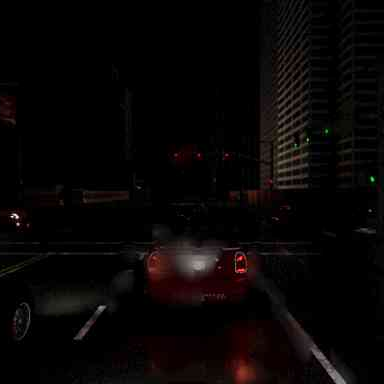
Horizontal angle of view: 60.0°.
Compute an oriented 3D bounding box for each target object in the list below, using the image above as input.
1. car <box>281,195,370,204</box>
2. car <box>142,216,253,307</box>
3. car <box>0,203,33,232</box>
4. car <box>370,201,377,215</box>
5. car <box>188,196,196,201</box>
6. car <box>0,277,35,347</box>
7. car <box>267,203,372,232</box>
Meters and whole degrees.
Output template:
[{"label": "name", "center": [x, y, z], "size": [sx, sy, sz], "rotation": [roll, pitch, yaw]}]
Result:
[{"label": "car", "center": [8.763, 1.221, 22.942], "size": [5.566, 2.045, 2.150], "rotation": [0, 0, 0]}, {"label": "car", "center": [0.105, 1.352, 8.125], "size": [2.097, 1.767, 4.553], "rotation": [0, 0, 0]}, {"label": "car", "center": [-11.759, 1.352, 19.347], "size": [4.553, 1.767, 2.097], "rotation": [0, 0, 0]}, {"label": "car", "center": [16.291, 1.547, 30.177], "size": [5.357, 1.411, 2.033], "rotation": [0, 0, 0]}, {"label": "car", "center": [0.057, 1.595, 83.474], "size": [1.895, 1.301, 4.718], "rotation": [0, 0, 0]}, {"label": "car", "center": [-3.396, 1.526, 3.350], "size": [1.812, 1.442, 4.674], "rotation": [0, 0, 0]}, {"label": "car", "center": [7.179, 1.547, 19.434], "size": [5.357, 1.411, 2.033], "rotation": [0, 0, 0]}]
